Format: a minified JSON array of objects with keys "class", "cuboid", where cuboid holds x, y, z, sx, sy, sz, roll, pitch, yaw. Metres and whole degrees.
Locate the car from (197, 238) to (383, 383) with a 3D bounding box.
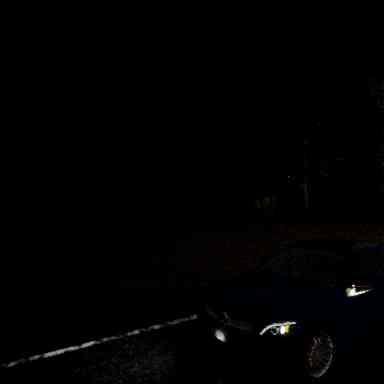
[{"class":"car","cuboid":[2.269,1.562,5.565,4.674,1.442,1.812,0,0,-35]}]
